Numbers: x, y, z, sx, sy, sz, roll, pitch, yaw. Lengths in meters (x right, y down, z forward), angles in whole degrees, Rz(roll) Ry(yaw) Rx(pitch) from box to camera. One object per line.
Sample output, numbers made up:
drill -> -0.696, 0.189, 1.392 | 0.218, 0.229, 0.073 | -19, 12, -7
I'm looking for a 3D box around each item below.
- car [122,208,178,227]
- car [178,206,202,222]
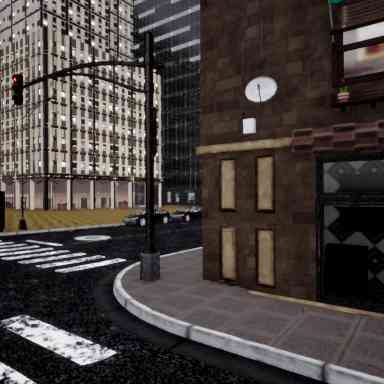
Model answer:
car -> -3.481, 1.893, 25.922 | 2.008, 1.369, 4.403 | -2, -2, 35
car -> -0.272, 1.975, 30.474 | 2.008, 1.369, 4.403 | -2, -2, 35
